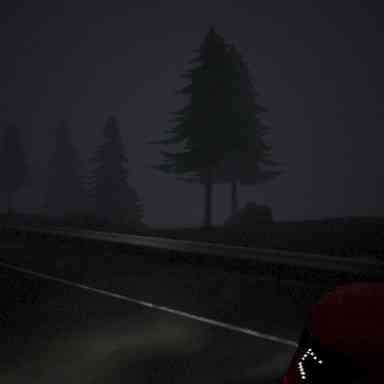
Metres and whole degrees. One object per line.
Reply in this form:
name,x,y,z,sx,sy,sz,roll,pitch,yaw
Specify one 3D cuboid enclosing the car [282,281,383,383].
car,3.330,1.219,1.659,5.566,2.045,2.150,0,0,36
